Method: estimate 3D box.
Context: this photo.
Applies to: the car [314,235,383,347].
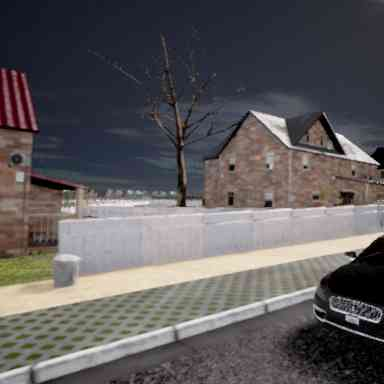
[{"bbox_3d":[4.207,1.497,6.032,4.892,1.490,1.837,-1,0,-35],"label":"car"}]
